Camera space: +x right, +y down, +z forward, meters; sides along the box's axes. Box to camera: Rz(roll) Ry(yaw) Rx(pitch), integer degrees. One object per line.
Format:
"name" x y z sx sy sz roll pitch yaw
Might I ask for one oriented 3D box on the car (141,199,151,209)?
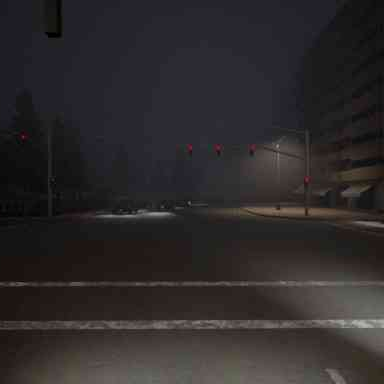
"car" -6.379 1.601 44.413 1.895 1.301 4.718 0 0 6

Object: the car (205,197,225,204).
"car" 4.399 1.601 63.466 1.895 1.301 4.718 0 0 36

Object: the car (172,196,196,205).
"car" -1.415 1.492 60.697 2.128 1.511 4.902 0 0 29

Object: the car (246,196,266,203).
"car" 13.138 1.477 68.040 5.008 1.535 1.882 0 0 -41

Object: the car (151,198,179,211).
"car" -3.219 1.491 40.634 2.128 1.511 4.902 0 0 4

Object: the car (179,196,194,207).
"car" -1.724 1.547 51.063 2.033 1.411 5.357 0 0 16

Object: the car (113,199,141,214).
"car" -6.955 1.526 35.051 1.812 1.442 4.674 0 0 2

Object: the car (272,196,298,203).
"car" 18.502 1.478 67.553 5.008 1.535 1.882 0 0 -33
